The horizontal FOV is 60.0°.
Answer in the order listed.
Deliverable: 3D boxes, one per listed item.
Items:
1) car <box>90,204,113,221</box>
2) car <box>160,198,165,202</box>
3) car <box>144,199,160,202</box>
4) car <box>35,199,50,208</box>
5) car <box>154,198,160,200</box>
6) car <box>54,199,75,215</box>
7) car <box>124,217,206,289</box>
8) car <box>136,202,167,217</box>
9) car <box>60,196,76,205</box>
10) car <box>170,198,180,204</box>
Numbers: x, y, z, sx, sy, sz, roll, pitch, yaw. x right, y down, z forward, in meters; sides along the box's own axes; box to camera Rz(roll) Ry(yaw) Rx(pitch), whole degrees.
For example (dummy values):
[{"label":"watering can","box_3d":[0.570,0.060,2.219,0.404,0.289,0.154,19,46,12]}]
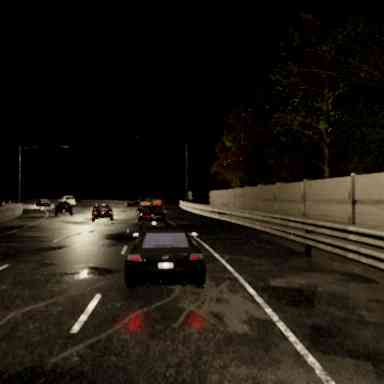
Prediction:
[{"label":"car","box_3d":[-8.281,1.842,30.596,2.033,1.411,5.357,0,-1,-17]},{"label":"car","box_3d":[-6.505,1.959,64.875,2.097,1.767,4.553,0,-1,1]},{"label":"car","box_3d":[-4.928,1.831,35.942,2.128,1.511,4.902,0,0,-8]},{"label":"car","box_3d":[-27.467,2.097,61.281,2.128,1.511,4.902,0,-1,-36]},{"label":"car","box_3d":[-6.365,1.827,50.556,2.097,1.767,4.553,0,-1,-4]},{"label":"car","box_3d":[-15.206,1.891,39.399,1.837,1.490,4.892,0,-1,-22]},{"label":"car","box_3d":[-0.755,1.653,9.505,1.994,1.385,4.181,0,-1,-5]},{"label":"car","box_3d":[-2.804,1.723,23.171,1.837,1.490,4.892,0,0,-10]},{"label":"car","box_3d":[-23.162,1.821,61.324,2.150,2.045,5.566,0,-1,-35]},{"label":"car","box_3d":[-4.967,2.573,93.556,1.882,1.535,5.008,0,-3,4]}]
